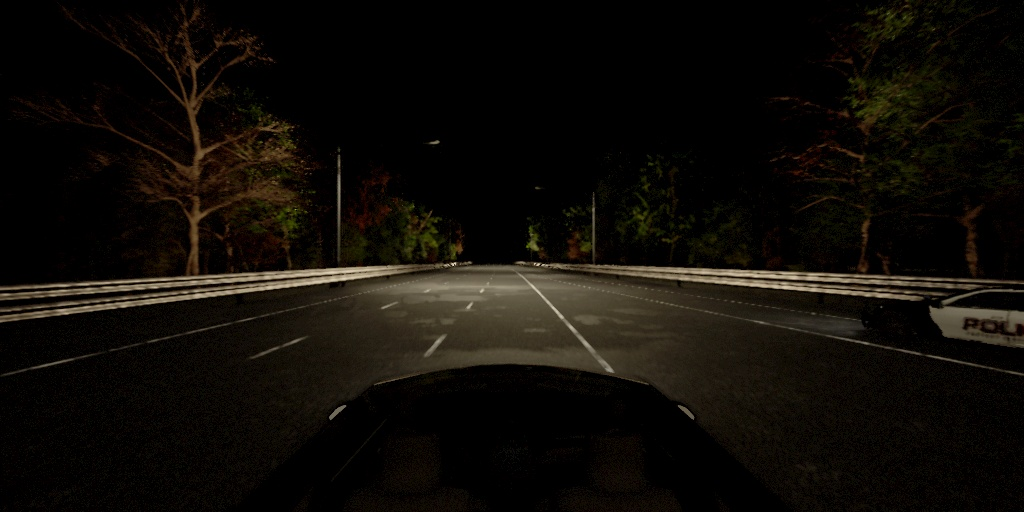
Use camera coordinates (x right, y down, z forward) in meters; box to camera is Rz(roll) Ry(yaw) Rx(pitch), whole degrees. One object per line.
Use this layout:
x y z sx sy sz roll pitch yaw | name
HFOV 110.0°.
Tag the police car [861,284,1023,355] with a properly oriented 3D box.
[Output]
10.545 1.344 7.492 2.038 1.542 4.974 0 -1 -11 | police car
